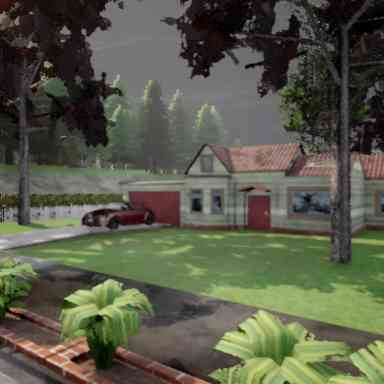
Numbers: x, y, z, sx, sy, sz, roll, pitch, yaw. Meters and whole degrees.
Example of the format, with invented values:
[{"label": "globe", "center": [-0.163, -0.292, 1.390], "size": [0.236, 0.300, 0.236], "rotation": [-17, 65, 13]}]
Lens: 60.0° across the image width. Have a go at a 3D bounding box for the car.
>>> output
[{"label": "car", "center": [-4.007, 1.254, 18.504], "size": [1.994, 1.381, 4.181], "rotation": [0, 0, 36]}]
